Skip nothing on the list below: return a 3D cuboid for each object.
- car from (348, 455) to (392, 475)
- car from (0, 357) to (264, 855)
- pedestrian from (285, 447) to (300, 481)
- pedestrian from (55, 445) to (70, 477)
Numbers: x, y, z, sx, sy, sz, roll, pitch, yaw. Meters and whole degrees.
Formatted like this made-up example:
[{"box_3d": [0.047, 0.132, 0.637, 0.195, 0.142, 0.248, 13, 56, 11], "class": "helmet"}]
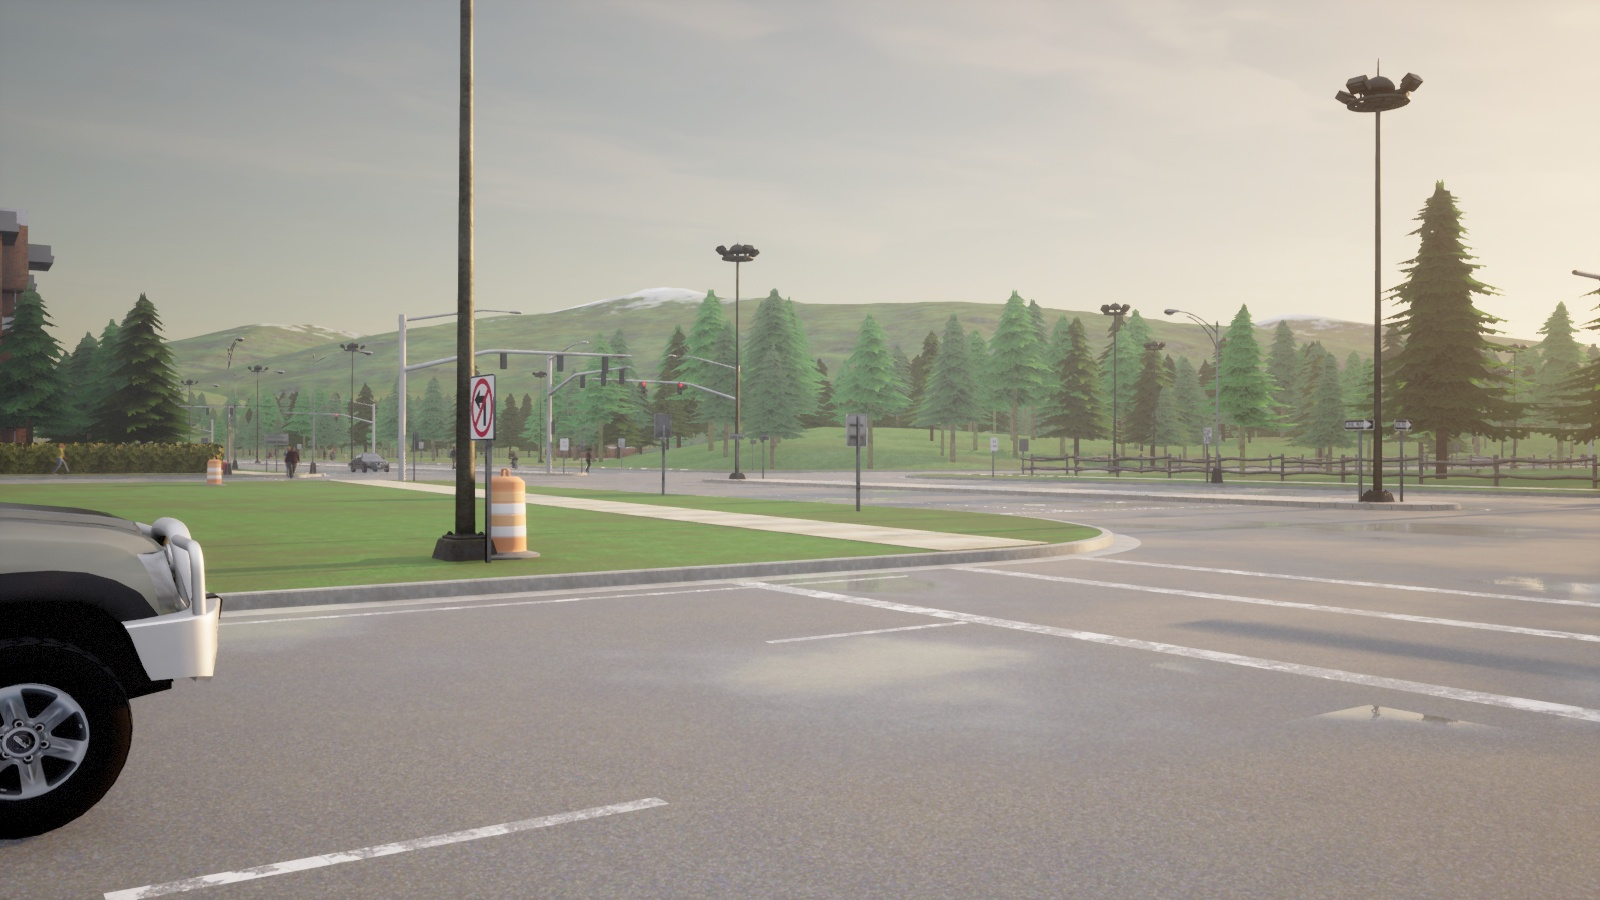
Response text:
[{"box_3d": [-31.644, 1.063, 92.293, 1.812, 1.442, 4.674, 0, 0, -35], "class": "car"}, {"box_3d": [-4.662, 0.583, 4.678, 4.605, 1.855, 1.932, 0, 0, -35], "class": "car"}, {"box_3d": [-27.673, 0.765, 68.412, 0.634, 1.844, 0.899, 0, 0, -31], "class": "pedestrian"}, {"box_3d": [-41.911, 0.637, 71.345, 0.706, 1.836, 0.354, 0, 0, -34], "class": "pedestrian"}]
